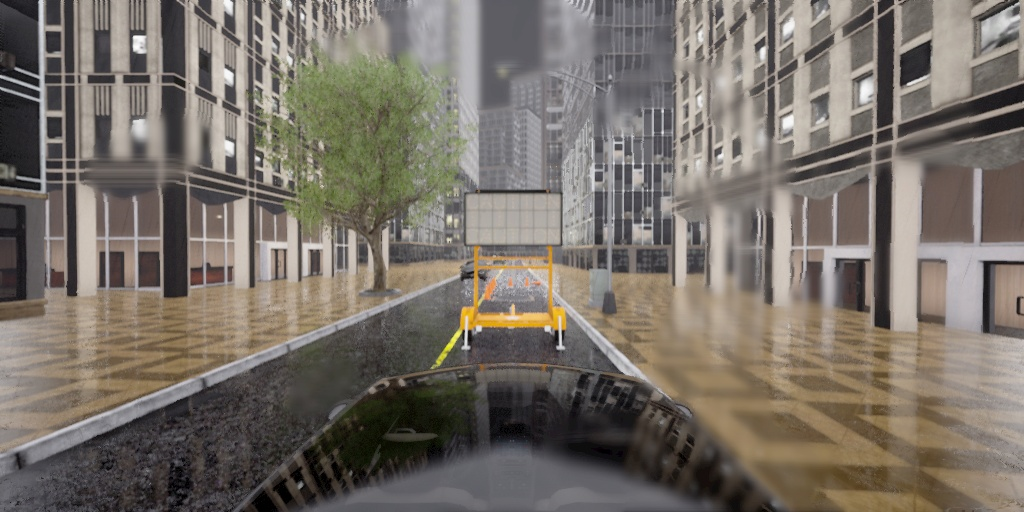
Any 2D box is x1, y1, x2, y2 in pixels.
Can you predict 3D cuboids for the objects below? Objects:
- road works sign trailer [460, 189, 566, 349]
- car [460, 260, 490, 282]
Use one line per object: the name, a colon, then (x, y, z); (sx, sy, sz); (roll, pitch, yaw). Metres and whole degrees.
road works sign trailer: (0.032, 0.162, 8.952); (2.380, 3.560, 2.880); (0, 0, 0)
car: (-2.747, 1.081, 27.080); (1.837, 1.490, 4.892); (0, 0, 0)
